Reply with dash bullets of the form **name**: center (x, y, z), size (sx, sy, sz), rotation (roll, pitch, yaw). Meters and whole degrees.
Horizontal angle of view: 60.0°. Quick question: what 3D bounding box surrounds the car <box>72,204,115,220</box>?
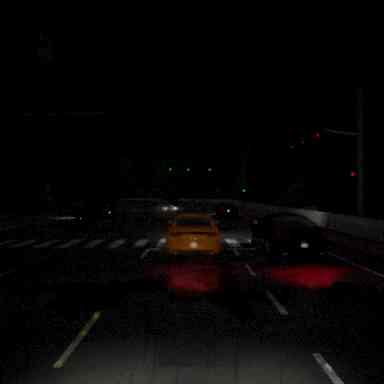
- **car**: center (-9.068, 1.802, 30.590), size (4.181, 1.385, 1.994), rotation (0, -1, 30)

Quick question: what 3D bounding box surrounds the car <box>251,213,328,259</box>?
- **car**: center (3.558, 1.559, 12.990), size (1.882, 1.535, 5.008), rotation (0, -1, 0)

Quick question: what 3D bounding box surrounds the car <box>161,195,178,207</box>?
- **car**: center (-3.720, 1.594, 58.602), size (2.150, 2.045, 5.566), rotation (0, 0, 0)

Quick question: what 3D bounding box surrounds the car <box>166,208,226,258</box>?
- **car**: center (0.059, 1.561, 13.119), size (1.882, 1.535, 5.008), rotation (0, 0, 0)

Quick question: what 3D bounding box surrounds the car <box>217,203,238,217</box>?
- **car**: center (3.502, 1.782, 33.915), size (1.994, 1.385, 4.181), rotation (0, 0, 0)
